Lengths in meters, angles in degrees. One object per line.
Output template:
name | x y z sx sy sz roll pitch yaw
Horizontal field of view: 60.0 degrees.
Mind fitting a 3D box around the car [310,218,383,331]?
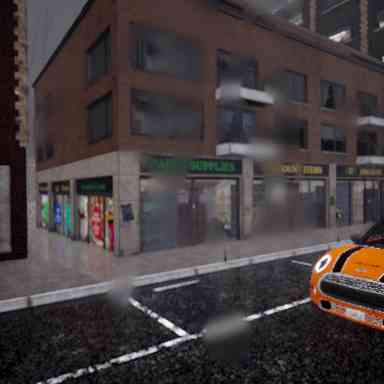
car | 4.331 1.246 6.364 4.553 1.767 2.097 -1 1 -35
